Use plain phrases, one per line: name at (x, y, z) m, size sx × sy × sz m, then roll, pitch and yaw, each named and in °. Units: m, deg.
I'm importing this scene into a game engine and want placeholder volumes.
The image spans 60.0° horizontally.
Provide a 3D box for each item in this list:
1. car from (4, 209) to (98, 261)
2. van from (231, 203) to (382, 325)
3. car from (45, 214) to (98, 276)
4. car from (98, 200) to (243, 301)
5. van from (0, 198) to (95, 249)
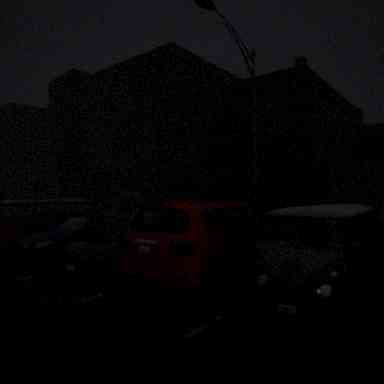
car at (-3.700, 1.515, 11.870) m, size 2.002 × 1.452 × 4.674 m, roll 0°, pitch 0°, yaw 37°
van at (2.780, 1.258, 7.026) m, size 1.878 × 1.987 × 4.442 m, roll 0°, pitch 0°, yaw 36°
car at (-1.614, 1.510, 10.291) m, size 2.163 × 1.488 × 4.792 m, roll 0°, pitch 0°, yaw 37°
car at (0.630, 1.233, 8.739) m, size 2.435 × 2.045 × 5.566 m, roll 0°, pitch 0°, yaw 36°
van at (-5.791, 1.241, 13.601) m, size 1.878 × 1.987 × 4.442 m, roll 0°, pitch 0°, yaw 38°
